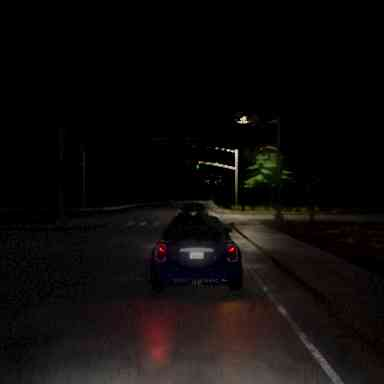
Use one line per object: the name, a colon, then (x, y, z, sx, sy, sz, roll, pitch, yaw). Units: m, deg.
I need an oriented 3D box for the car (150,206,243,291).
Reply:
car: (0.101, 1.426, 9.364, 2.097, 1.767, 4.553, 0, -1, 0)

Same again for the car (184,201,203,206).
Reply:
car: (0.104, 1.547, 24.574, 2.097, 1.767, 4.553, 0, 0, 0)
